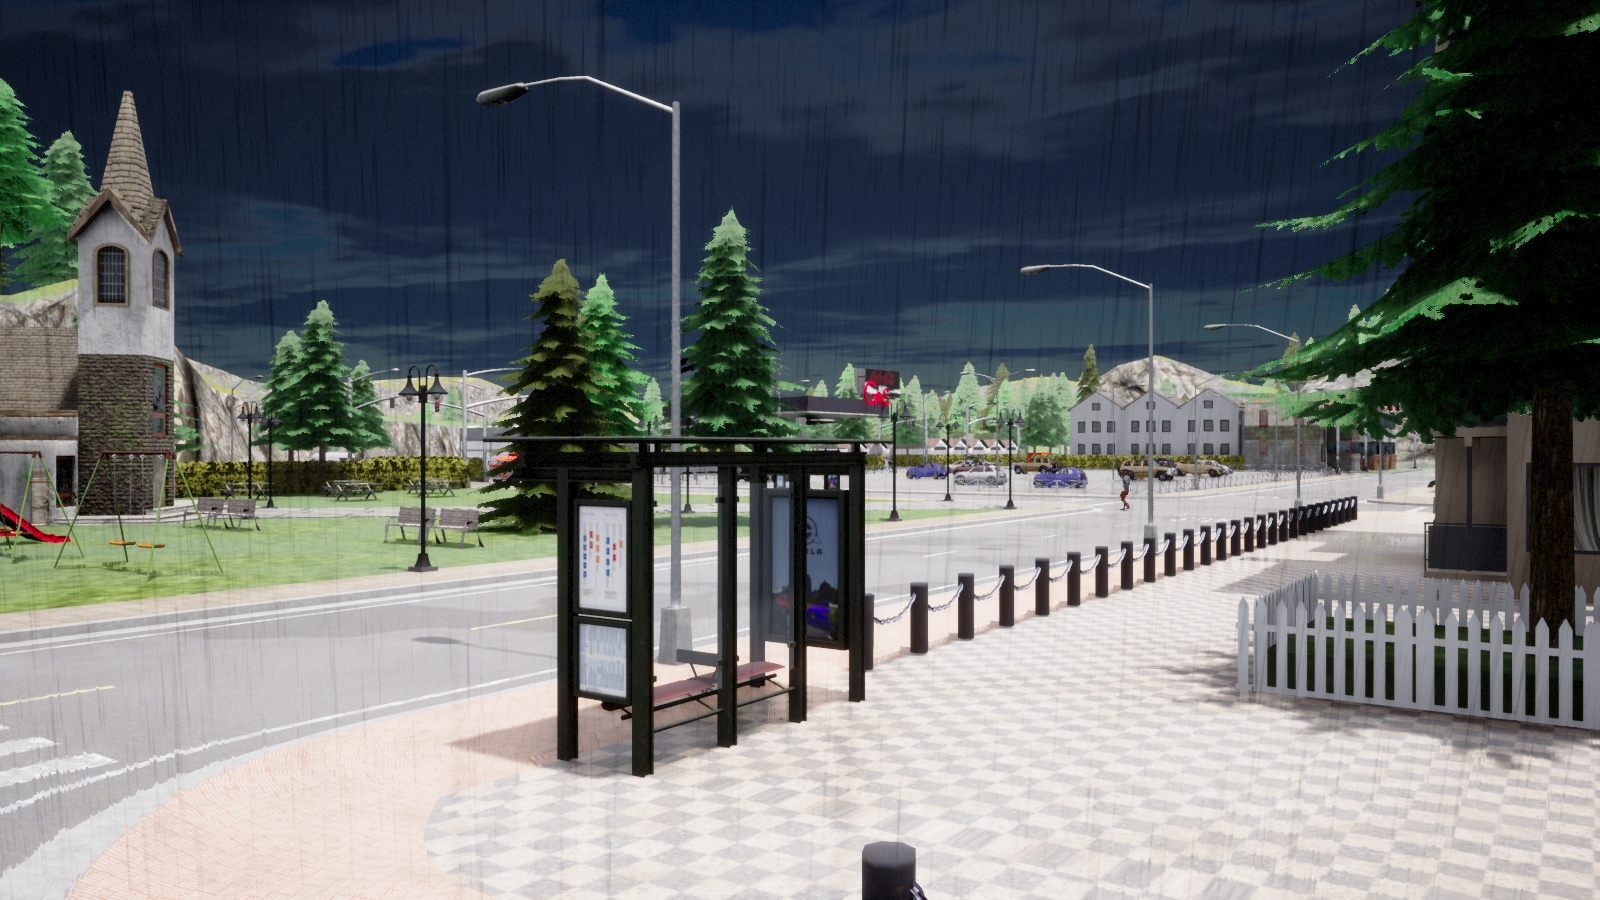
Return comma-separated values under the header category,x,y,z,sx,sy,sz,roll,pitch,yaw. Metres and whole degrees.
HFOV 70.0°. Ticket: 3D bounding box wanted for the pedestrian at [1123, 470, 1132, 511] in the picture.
category,x,y,z,sx,sy,sz,roll,pitch,yaw
pedestrian,14.713,1.818,51.364,0.375,1.860,0.375,0,0,20
